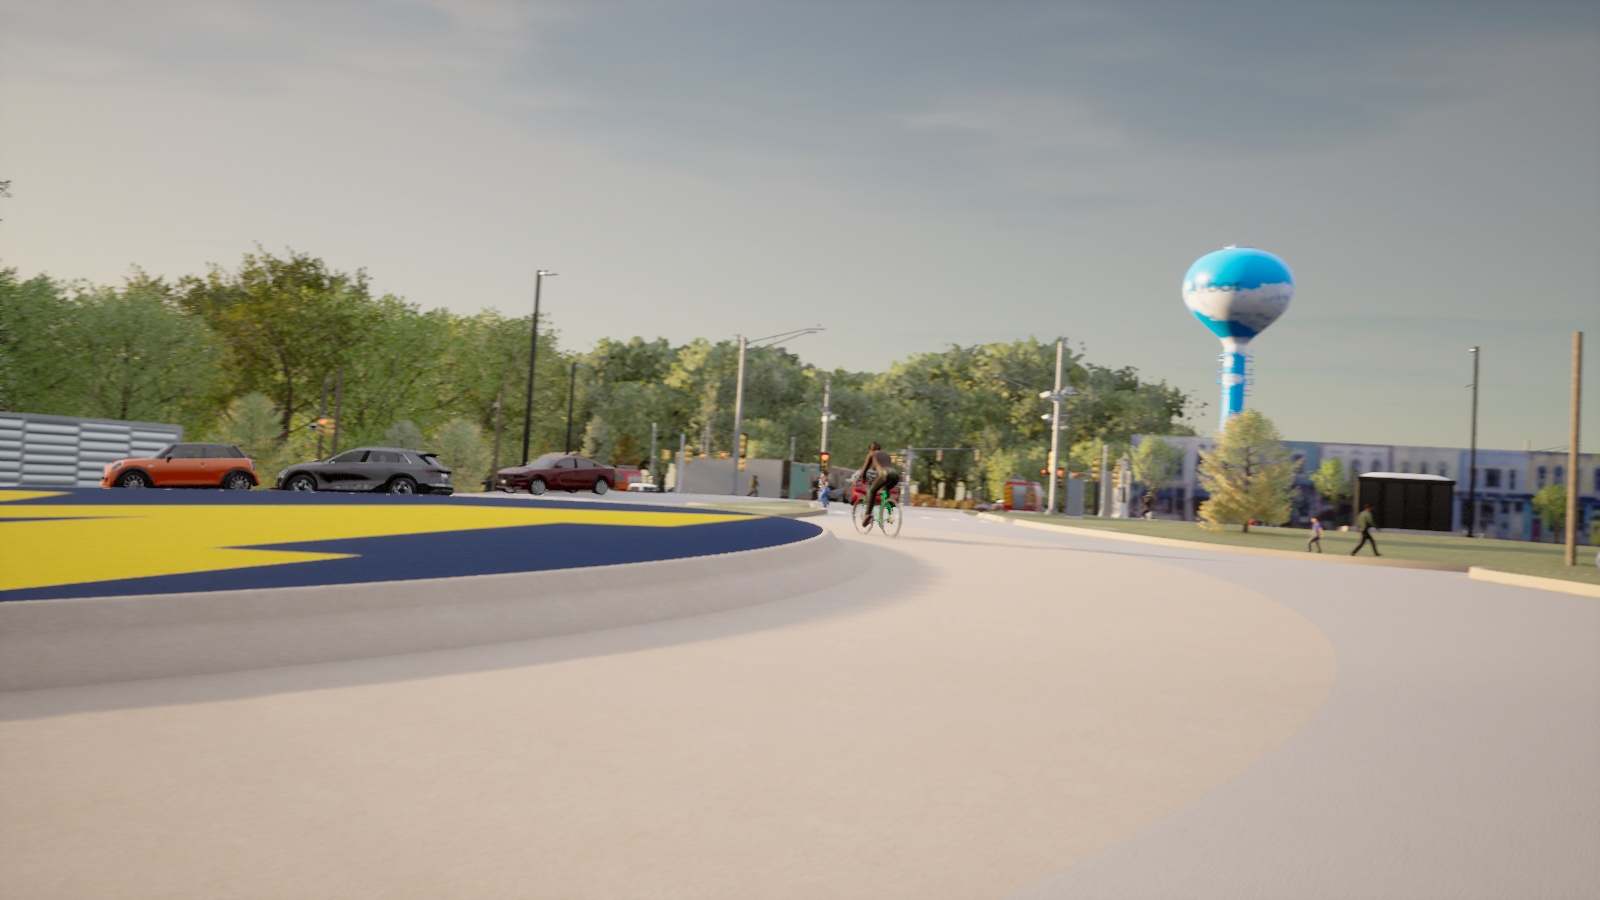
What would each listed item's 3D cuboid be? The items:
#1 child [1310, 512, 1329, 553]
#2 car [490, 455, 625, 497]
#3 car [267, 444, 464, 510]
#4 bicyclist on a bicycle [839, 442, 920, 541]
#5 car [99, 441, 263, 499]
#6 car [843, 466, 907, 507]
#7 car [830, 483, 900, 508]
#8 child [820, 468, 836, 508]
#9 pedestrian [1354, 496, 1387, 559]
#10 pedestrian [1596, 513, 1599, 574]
[{"bbox_3d":[16.168,2.563,39.090,0.437,1.263,0.270,3,-3,9],"label":"child"},{"bbox_3d":[-9.298,1.004,48.463,1.882,1.535,5.008,1,0,40],"label":"car"},{"bbox_3d":[-12.368,0.794,35.935,4.856,1.649,2.033,2,-3,4],"label":"car"},{"bbox_3d":[1.338,0.683,21.384,0.582,1.620,1.656,2,-1,-26],"label":"bicyclist on a bicycle"},{"bbox_3d":[-19.948,0.654,40.538,4.553,1.767,2.097,1,-1,-32],"label":"car"},{"bbox_3d":[3.291,1.611,56.235,2.242,1.667,4.611,3,-1,-3],"label":"car"},{"bbox_3d":[4.251,2.999,82.024,4.181,1.385,1.994,4,-3,-8],"label":"car"},{"bbox_3d":[0.896,1.225,40.504,0.437,1.263,0.270,3,-3,0],"label":"child"},{"bbox_3d":[18.203,2.471,40.064,0.788,1.949,0.423,3,-3,6],"label":"pedestrian"},{"bbox_3d":[24.377,2.820,37.704,0.706,1.836,0.354,3,-3,13],"label":"pedestrian"}]
